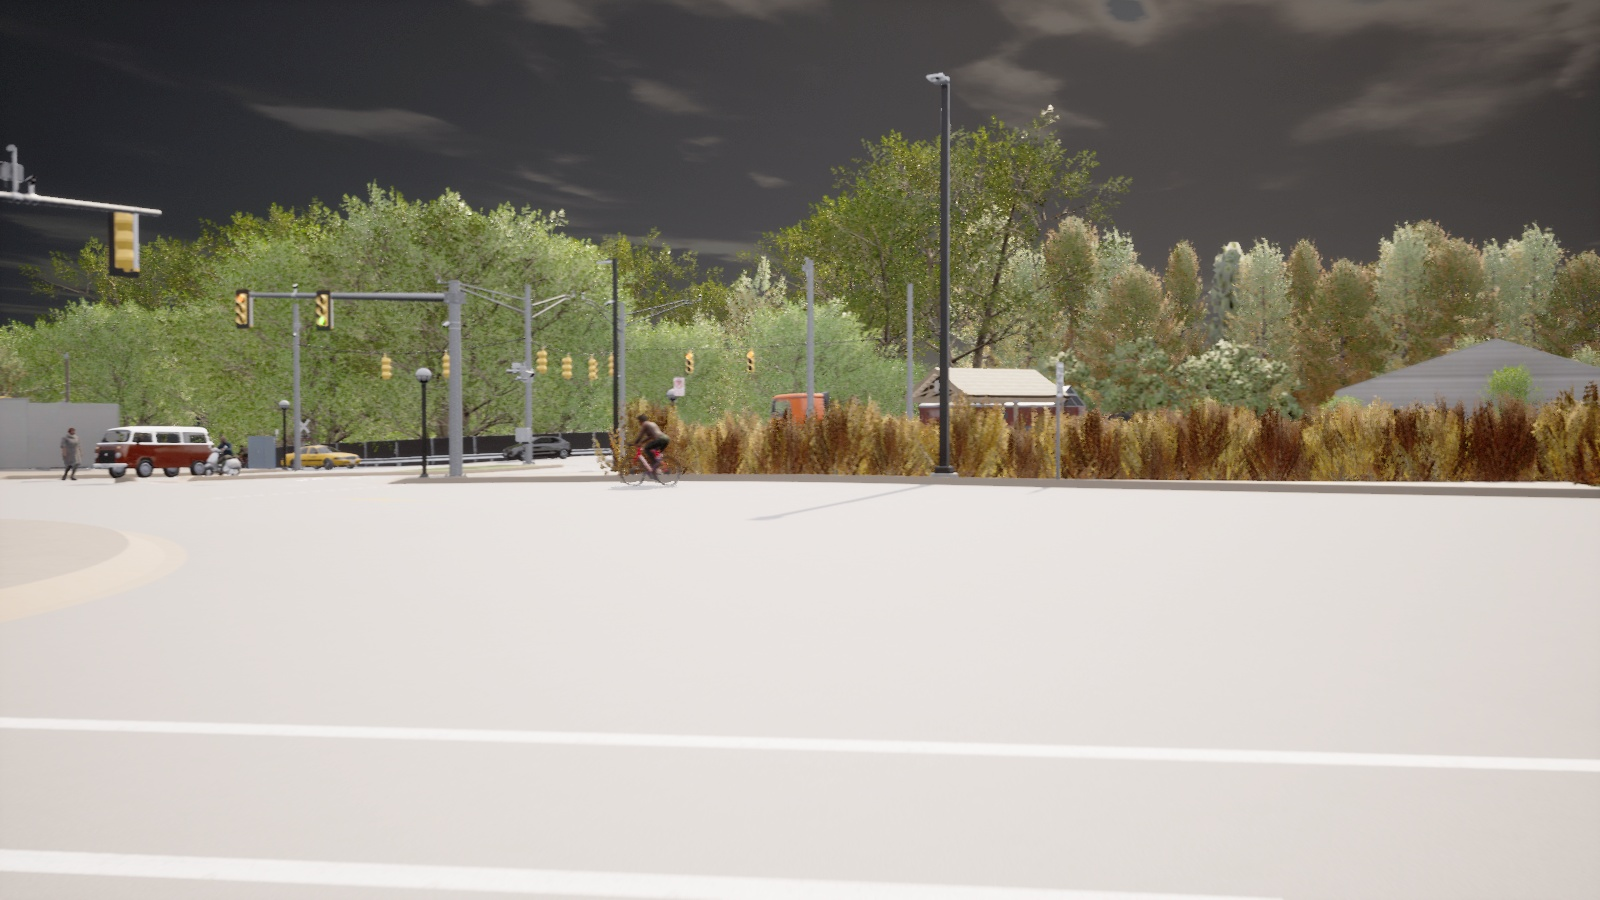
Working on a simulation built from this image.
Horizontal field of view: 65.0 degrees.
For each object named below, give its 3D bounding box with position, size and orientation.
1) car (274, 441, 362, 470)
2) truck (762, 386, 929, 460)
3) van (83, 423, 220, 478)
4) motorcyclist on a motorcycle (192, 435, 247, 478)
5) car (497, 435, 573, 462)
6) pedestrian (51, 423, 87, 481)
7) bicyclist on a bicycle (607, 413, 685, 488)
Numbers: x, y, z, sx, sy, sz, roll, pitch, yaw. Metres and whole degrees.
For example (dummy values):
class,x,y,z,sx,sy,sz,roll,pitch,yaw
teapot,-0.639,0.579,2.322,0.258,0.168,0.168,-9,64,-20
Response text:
class,x,y,z,sx,sy,sz,roll,pitch,yaw
car,-28.549,0.336,74.323,5.366,1.575,1.801,-1,2,30
truck,2.255,-1.298,63.394,7.936,3.462,2.891,-1,1,31
van,-25.333,0.042,49.244,2.069,2.038,4.480,-1,-1,24
motorcyclist on a motorcycle,-21.924,0.239,47.476,0.866,1.590,1.817,0,0,20
car,-16.387,-0.130,77.867,4.193,1.474,1.816,-3,2,-37
pedestrian,-24.917,0.066,42.793,0.873,1.952,0.659,1,2,27
bicyclist on a bicycle,-3.435,0.025,28.003,1.656,1.620,0.582,-1,2,29
